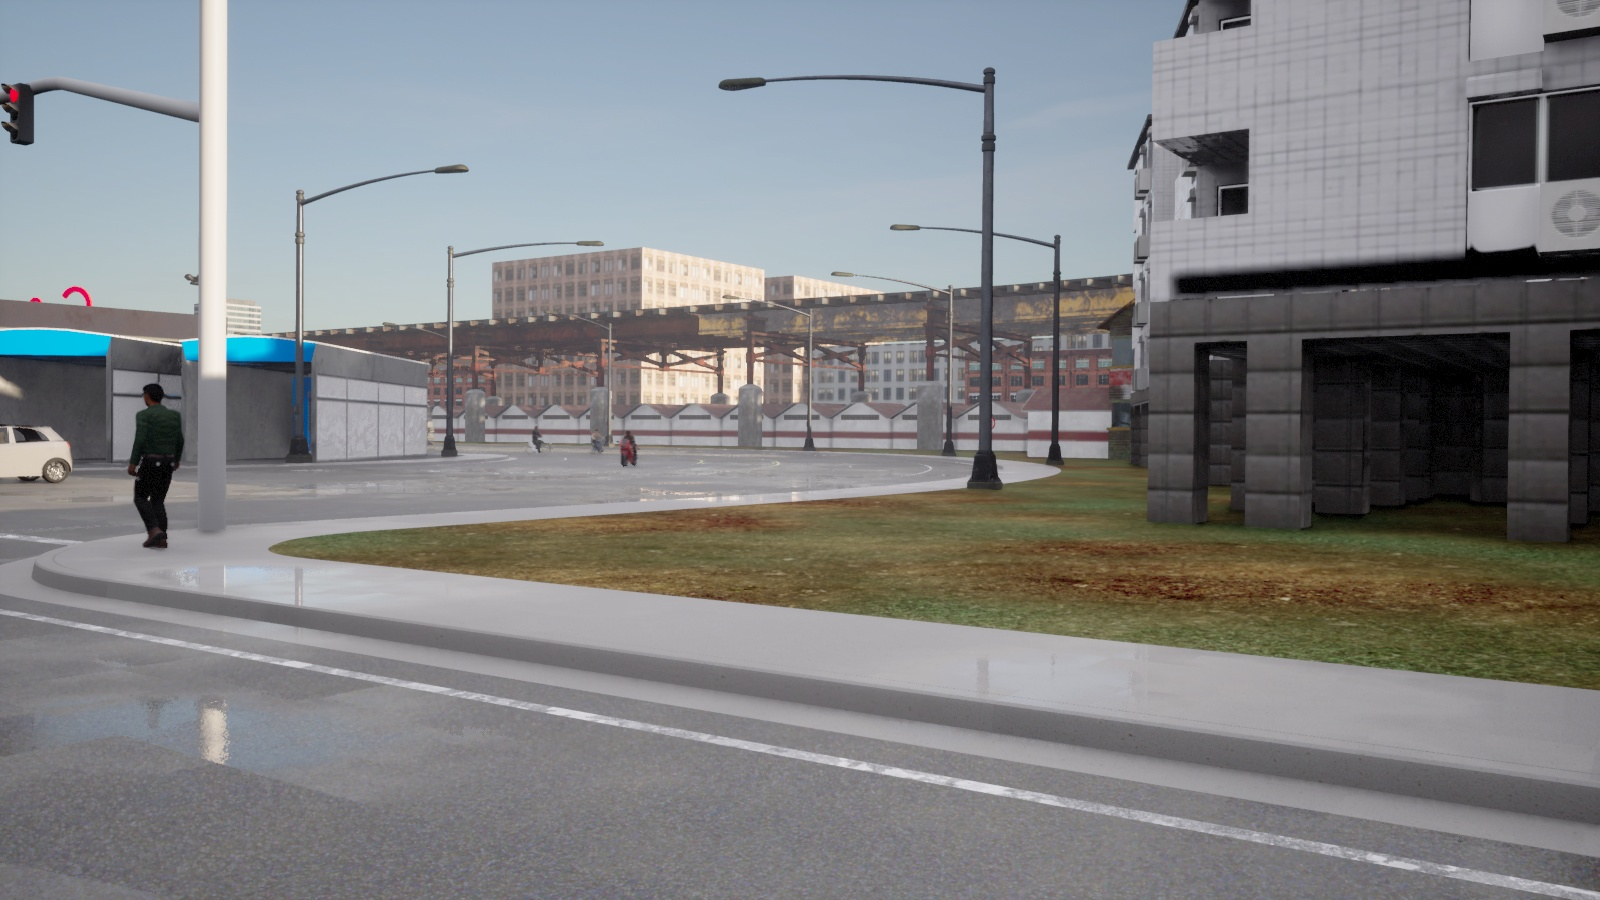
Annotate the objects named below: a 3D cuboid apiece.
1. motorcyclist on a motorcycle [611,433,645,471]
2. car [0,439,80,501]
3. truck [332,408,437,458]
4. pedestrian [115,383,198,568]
[{"bbox_3d":[-7.048,0.073,51.598,0.797,1.523,2.044,-1,1,9],"label":"motorcyclist on a motorcycle"},{"bbox_3d":[-20.440,0.500,31.538,1.845,1.501,3.633,0,1,35],"label":"car"},{"bbox_3d":[-29.786,-1.208,89.877,7.936,3.462,2.891,0,1,35],"label":"truck"},{"bbox_3d":[-6.959,0.263,13.572,0.788,1.949,0.423,0,1,32],"label":"pedestrian"}]
